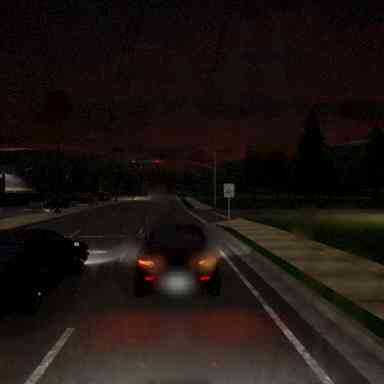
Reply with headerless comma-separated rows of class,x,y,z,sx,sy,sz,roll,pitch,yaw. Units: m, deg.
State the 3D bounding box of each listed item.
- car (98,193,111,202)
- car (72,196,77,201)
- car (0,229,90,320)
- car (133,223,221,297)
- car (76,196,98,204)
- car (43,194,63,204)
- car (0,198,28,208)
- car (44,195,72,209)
car,-20.398,1.225,77.265,2.150,2.045,5.566,0,0,-3
car,-27.476,1.539,78.520,2.033,1.411,5.357,0,0,-3
car,-3.838,1.547,7.412,2.033,1.411,5.357,0,0,-3
car,-0.389,1.526,8.487,1.812,1.442,4.674,0,0,-3
car,-19.636,1.563,62.336,1.994,1.385,4.181,0,0,-3
car,-26.702,1.354,64.109,2.097,1.767,4.553,0,0,-3
car,-26.384,1.601,49.326,1.895,1.301,4.718,0,0,3
car,-18.719,1.352,46.085,2.097,1.767,4.553,0,0,-4
